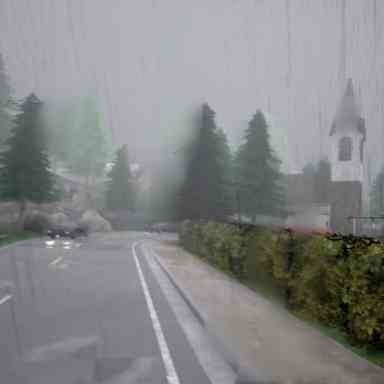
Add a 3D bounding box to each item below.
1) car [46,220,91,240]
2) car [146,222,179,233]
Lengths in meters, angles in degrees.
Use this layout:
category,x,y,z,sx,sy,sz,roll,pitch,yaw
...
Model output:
category,x,y,z,sx,sy,sz,roll,pitch,yaw
car,-9.707,3.010,26.772,2.033,1.411,5.357,3,-4,0
car,-3.604,4.706,43.701,2.033,1.411,5.357,0,-5,38
